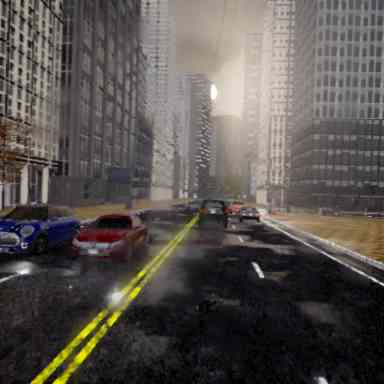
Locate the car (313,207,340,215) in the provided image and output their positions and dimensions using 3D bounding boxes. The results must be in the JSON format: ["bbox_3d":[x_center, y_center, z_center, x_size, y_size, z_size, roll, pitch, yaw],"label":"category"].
[{"bbox_3d":[22.996,3.203,56.828,4.403,1.369,2.008,3,0,3],"label":"car"}]

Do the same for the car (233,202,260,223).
[{"bbox_3d":[5.293,2.036,31.348,2.033,1.411,5.357,2,-1,4],"label":"car"}]

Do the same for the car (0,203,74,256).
[{"bbox_3d":[-5.988,1.253,12.707,2.097,1.767,4.553,2,-1,4],"label":"car"}]

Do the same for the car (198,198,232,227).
[{"bbox_3d":[1.703,1.531,26.257,2.150,2.045,5.566,2,-1,4],"label":"car"}]

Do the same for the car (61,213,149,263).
[{"bbox_3d":[-2.774,1.540,12.223,1.812,1.442,4.674,2,-1,4],"label":"car"}]

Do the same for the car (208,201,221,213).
[{"bbox_3d":[3.206,2.087,47.248,1.812,1.442,4.674,2,-1,4],"label":"car"}]

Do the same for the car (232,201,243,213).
[{"bbox_3d":[6.243,2.005,45.231,2.097,1.767,4.553,2,-1,5],"label":"car"}]
